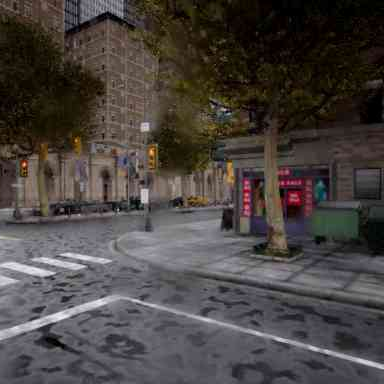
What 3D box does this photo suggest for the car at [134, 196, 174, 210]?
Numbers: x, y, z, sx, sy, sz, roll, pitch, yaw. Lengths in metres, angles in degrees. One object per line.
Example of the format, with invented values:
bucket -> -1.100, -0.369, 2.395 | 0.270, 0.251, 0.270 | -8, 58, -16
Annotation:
car -> -4.932, 1.505, 43.818 | 1.837, 1.490, 4.892 | 0, 0, 36

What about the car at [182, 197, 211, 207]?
car -> 1.077, 1.477, 52.106 | 1.882, 1.535, 5.008 | 0, 0, 36

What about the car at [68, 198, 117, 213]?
car -> -10.663, 1.564, 35.893 | 1.994, 1.385, 4.181 | 0, 0, 36

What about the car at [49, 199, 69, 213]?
car -> -13.845, 1.504, 37.466 | 1.837, 1.490, 4.892 | 0, 0, 36

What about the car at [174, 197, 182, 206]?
car -> -1.780, 1.477, 54.134 | 1.882, 1.535, 5.008 | 0, 0, 36

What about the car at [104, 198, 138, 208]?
car -> -10.172, 1.594, 47.925 | 1.895, 1.301, 4.718 | 0, 0, 36

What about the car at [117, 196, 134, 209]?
car -> -7.899, 1.352, 45.690 | 2.097, 1.767, 4.553 | 0, 0, 36
